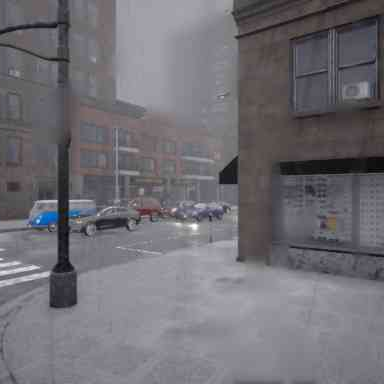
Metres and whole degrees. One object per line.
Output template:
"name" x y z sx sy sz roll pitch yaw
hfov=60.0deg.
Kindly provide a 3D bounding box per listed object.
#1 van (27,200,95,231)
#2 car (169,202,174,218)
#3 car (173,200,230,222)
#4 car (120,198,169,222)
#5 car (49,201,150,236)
"van" -7.604 1.358 19.812 1.690 1.788 3.998 0 0 36
"car" -1.040 1.466 28.877 1.967 1.590 4.097 0 0 36
"car" 0.862 1.551 26.805 1.812 1.442 4.674 0 0 36
"car" -4.322 1.337 24.345 2.192 1.841 5.009 0 0 36
"car" -5.006 1.509 18.699 2.128 1.511 4.902 0 0 36
